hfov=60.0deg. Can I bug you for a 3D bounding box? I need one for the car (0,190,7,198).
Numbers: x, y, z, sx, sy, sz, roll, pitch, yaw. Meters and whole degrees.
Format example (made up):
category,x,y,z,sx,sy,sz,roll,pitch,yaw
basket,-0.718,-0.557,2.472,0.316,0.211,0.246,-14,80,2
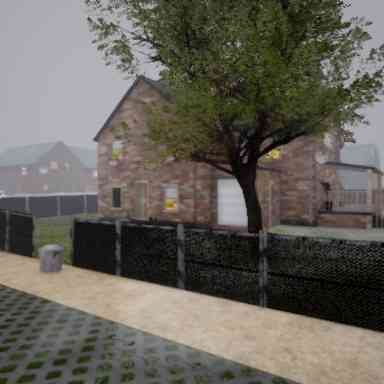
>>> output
category,x,y,z,sx,sy,sz,roll,pitch,yaw
car,-17.464,0.919,26.243,2.150,2.045,5.566,0,2,34
